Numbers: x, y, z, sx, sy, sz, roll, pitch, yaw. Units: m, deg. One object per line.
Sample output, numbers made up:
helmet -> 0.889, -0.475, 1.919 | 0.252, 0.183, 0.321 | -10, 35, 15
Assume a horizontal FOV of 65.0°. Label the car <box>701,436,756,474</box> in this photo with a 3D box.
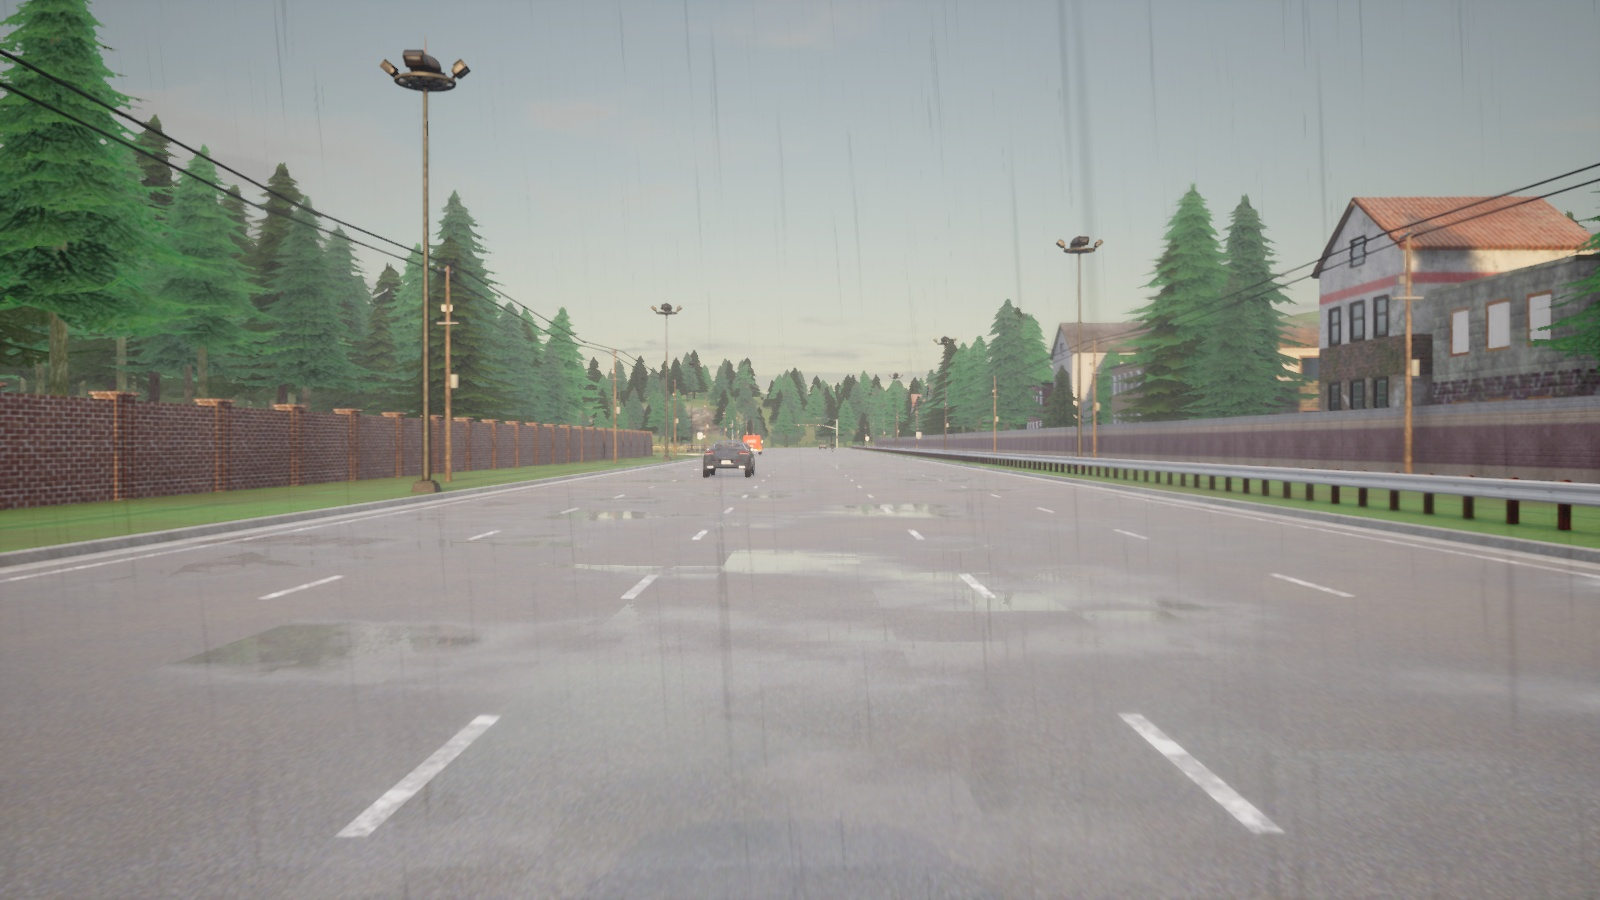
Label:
car -> -3.162, 0.205, 56.462 | 2.152, 1.651, 5.027 | 0, 0, 0
